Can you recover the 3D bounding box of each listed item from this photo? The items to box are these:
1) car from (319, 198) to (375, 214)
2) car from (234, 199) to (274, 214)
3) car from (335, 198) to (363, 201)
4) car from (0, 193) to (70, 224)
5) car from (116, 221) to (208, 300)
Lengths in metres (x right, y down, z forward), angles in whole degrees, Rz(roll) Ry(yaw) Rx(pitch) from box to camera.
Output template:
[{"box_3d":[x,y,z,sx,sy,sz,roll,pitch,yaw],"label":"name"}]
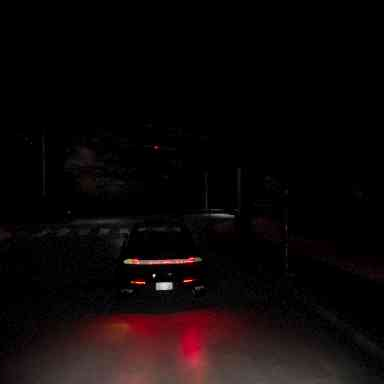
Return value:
[{"box_3d":[15.284,1.348,32.807,4.892,1.490,1.837,0,0,-12],"label":"car"},{"box_3d":[6.257,1.368,30.803,4.674,1.442,1.812,0,0,-12],"label":"car"},{"box_3d":[13.728,1.347,28.675,4.892,1.490,1.837,0,0,-12],"label":"car"},{"box_3d":[-11.486,1.086,23.106,5.566,2.045,2.150,0,0,-12],"label":"car"},{"box_3d":[-0.840,1.492,8.425,2.128,1.511,4.902,0,0,-8],"label":"car"}]
